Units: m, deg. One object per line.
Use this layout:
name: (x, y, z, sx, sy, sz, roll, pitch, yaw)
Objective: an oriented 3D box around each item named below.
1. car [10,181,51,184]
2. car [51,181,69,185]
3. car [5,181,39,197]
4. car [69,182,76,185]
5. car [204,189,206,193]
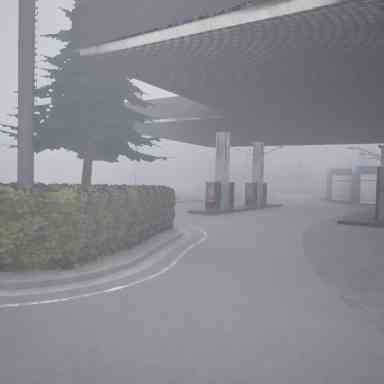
car: (-17.252, -0.182, 35.232, 3.866, 1.878, 1.905, 2, 2, 35)
car: (-26.795, -1.260, 65.478, 3.866, 1.878, 1.905, 2, 2, 35)
car: (-21.784, -0.469, 42.450, 4.605, 1.855, 1.932, 2, 2, 35)
car: (-25.457, -1.284, 68.090, 4.605, 1.855, 1.932, 2, 2, 35)
car: (4.868, -0.306, 65.621, 5.027, 1.636, 2.152, 2, 2, 35)
